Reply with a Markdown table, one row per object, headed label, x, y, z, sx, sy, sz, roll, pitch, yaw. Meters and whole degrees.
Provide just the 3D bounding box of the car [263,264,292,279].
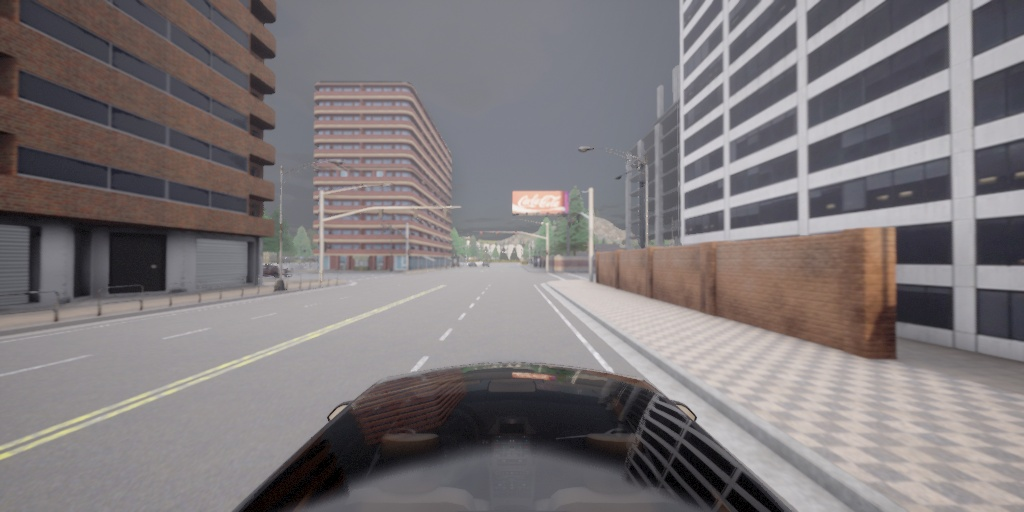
| label | x | y | z | sx | sy | sz | roll | pitch | yaw |
| --- | --- | --- | --- | --- | --- | --- | --- | --- | --- |
| car | -26.178 | 1.628 | 38.462 | 4.674 | 1.442 | 1.812 | 0 | -1 | 0 |
